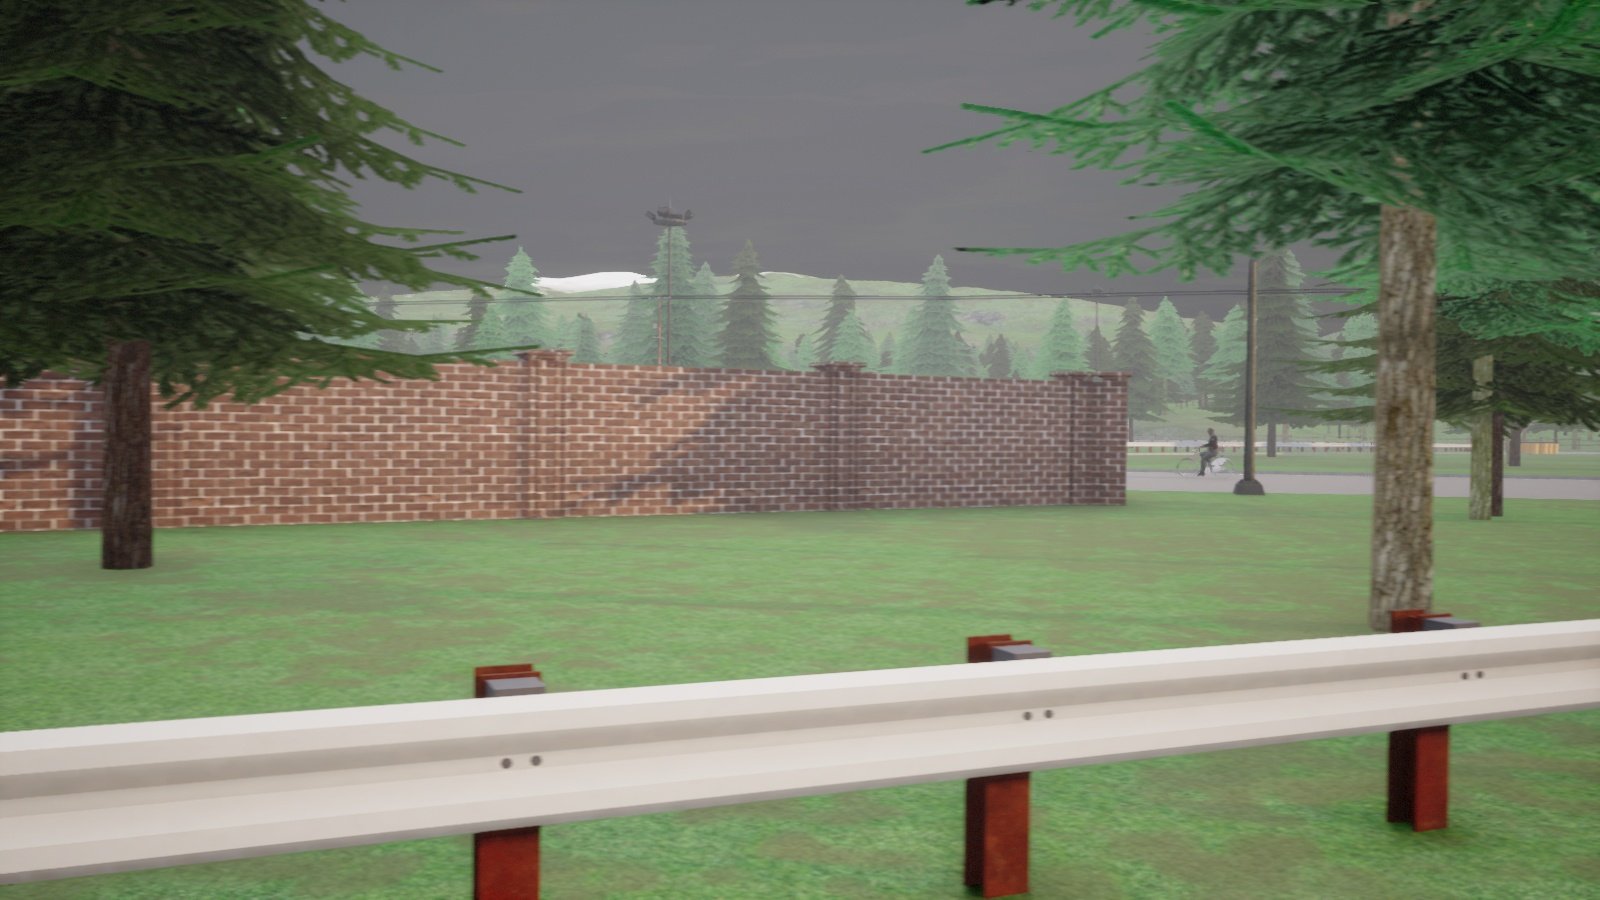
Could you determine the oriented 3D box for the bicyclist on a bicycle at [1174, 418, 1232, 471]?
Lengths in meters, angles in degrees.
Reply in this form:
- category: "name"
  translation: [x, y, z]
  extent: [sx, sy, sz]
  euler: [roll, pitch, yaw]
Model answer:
- category: "bicyclist on a bicycle"
  translation: [13.847, -0.186, 43.134]
  extent: [1.843, 1.776, 0.659]
  euler: [0, 1, 13]
